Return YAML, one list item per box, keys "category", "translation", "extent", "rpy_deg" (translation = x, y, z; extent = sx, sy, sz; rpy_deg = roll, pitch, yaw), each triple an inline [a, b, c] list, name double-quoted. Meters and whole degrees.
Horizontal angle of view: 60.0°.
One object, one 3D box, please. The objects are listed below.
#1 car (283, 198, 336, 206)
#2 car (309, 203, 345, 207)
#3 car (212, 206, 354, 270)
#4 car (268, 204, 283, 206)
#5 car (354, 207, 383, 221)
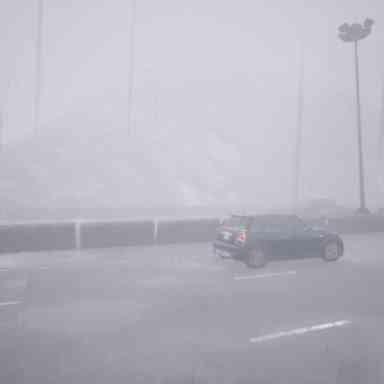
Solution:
- category: "car"
  translation: [12.835, 1.700, 35.041]
  extent: [5.566, 2.045, 2.150]
  rpy_deg: [0, -1, -23]
- category: "car"
  translation: [13.662, 1.999, 31.586]
  extent: [4.181, 1.385, 1.994]
  rpy_deg: [0, -1, -23]
- category: "car"
  translation: [3.071, 1.511, 11.699]
  extent: [4.553, 1.767, 2.097]
  rpy_deg: [0, -1, -23]
- category: "car"
  translation: [9.374, 2.028, 37.360]
  extent: [4.674, 1.442, 1.812]
  rpy_deg: [0, -1, -23]
- category: "car"
  translation: [16.381, 2.006, 28.936]
  extent: [4.718, 1.301, 1.895]
  rpy_deg: [0, -1, -23]
